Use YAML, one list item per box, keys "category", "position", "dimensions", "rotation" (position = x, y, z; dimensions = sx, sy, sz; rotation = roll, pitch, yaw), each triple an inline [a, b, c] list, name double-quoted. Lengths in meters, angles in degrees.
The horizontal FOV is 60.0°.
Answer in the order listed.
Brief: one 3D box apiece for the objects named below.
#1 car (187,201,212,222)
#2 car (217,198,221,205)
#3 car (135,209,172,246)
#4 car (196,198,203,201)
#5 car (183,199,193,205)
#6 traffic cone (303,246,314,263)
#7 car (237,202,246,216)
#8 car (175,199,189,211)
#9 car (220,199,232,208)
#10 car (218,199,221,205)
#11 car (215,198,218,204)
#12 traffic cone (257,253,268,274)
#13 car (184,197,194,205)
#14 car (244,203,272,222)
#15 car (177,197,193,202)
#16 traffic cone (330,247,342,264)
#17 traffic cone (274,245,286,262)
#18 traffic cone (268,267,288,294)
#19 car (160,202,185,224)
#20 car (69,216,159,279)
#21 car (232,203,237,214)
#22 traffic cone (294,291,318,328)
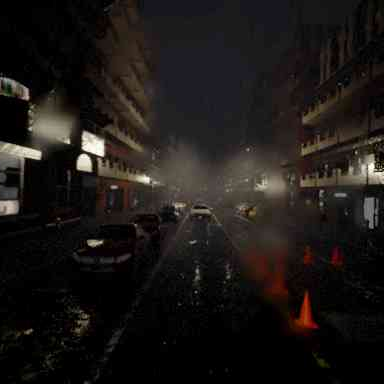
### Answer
- category: "car"
  position: [0.772, 1.876, 30.637]
  dimensions: [1.812, 1.442, 4.674]
  rotation: [2, -1, 1]
- category: "car"
  position: [7.481, 2.615, 77.298]
  dimensions: [1.752, 1.417, 4.829]
  rotation: [1, -1, 1]
- category: "car"
  position: [-2.145, 1.669, 15.723]
  dimensions: [1.802, 1.307, 4.206]
  rotation: [1, -1, 1]
- category: "car"
  position: [2.150, 2.433, 94.084]
  dimensions: [2.097, 1.767, 4.553]
  rotation: [2, -1, 1]
- category: "car"
  position: [-0.895, 2.335, 77.329]
  dimensions: [2.008, 1.369, 4.403]
  rotation: [1, -1, 1]
- category: "traffic cone"
  position: [4.188, 2.235, 11.987]
  dimensions: [0.340, 0.580, 0.340]
  rotation: [2, -1, 1]
- category: "car"
  position: [6.682, 2.209, 37.923]
  dimensions: [1.947, 1.339, 4.313]
  rotation: [1, -1, 1]
- category: "car"
  position: [-1.690, 1.890, 38.125]
  dimensions: [2.008, 1.369, 4.403]
  rotation: [1, -1, 1]
- category: "car"
  position: [7.250, 2.526, 65.926]
  dimensions: [1.947, 1.339, 4.313]
  rotation: [1, -1, 1]
- category: "car"
  position: [7.363, 2.575, 71.528]
  dimensions: [2.008, 1.369, 4.403]
  rotation: [1, -1, 1]
- category: "car"
  position: [7.707, 2.656, 88.330]
  dimensions: [1.967, 1.590, 4.097]
  rotation: [1, -1, 1]
- category: "traffic cone"
  position: [2.149, 2.140, 10.028]
  dimensions: [0.340, 0.580, 0.340]
  rotation: [2, -1, 1]
- category: "car"
  position: [-0.776, 2.163, 82.933]
  dimensions: [2.192, 1.841, 5.009]
  rotation: [1, -1, 1]
- category: "car"
  position: [6.573, 2.107, 32.493]
  dimensions: [1.752, 1.417, 4.829]
  rotation: [1, -1, 1]
- category: "car"
  position: [-1.457, 1.781, 49.329]
  dimensions: [2.192, 1.841, 5.009]
  rotation: [1, -1, 1]
- category: "traffic cone"
  position: [5.187, 2.271, 11.965]
  dimensions: [0.340, 0.580, 0.340]
  rotation: [2, -1, 1]
- category: "traffic cone"
  position: [3.189, 2.199, 12.007]
  dimensions: [0.340, 0.580, 0.340]
  rotation: [2, -1, 1]
- category: "traffic cone"
  position: [2.109, 2.118, 8.029]
  dimensions: [0.340, 0.580, 0.340]
  rotation: [2, -1, 1]
- category: "car"
  position: [-1.917, 1.764, 26.925]
  dimensions: [2.008, 1.369, 4.403]
  rotation: [1, -1, 1]
- category: "car"
  position: [-2.258, 1.606, 10.122]
  dimensions: [1.802, 1.307, 4.206]
  rotation: [1, -1, 1]
- category: "car"
  position: [6.798, 2.147, 43.525]
  dimensions: [1.967, 1.590, 4.097]
  rotation: [1, -1, 1]
- category: "traffic cone"
  position: [2.068, 2.095, 6.029]
  dimensions: [0.340, 0.580, 0.340]
  rotation: [2, -1, 1]
